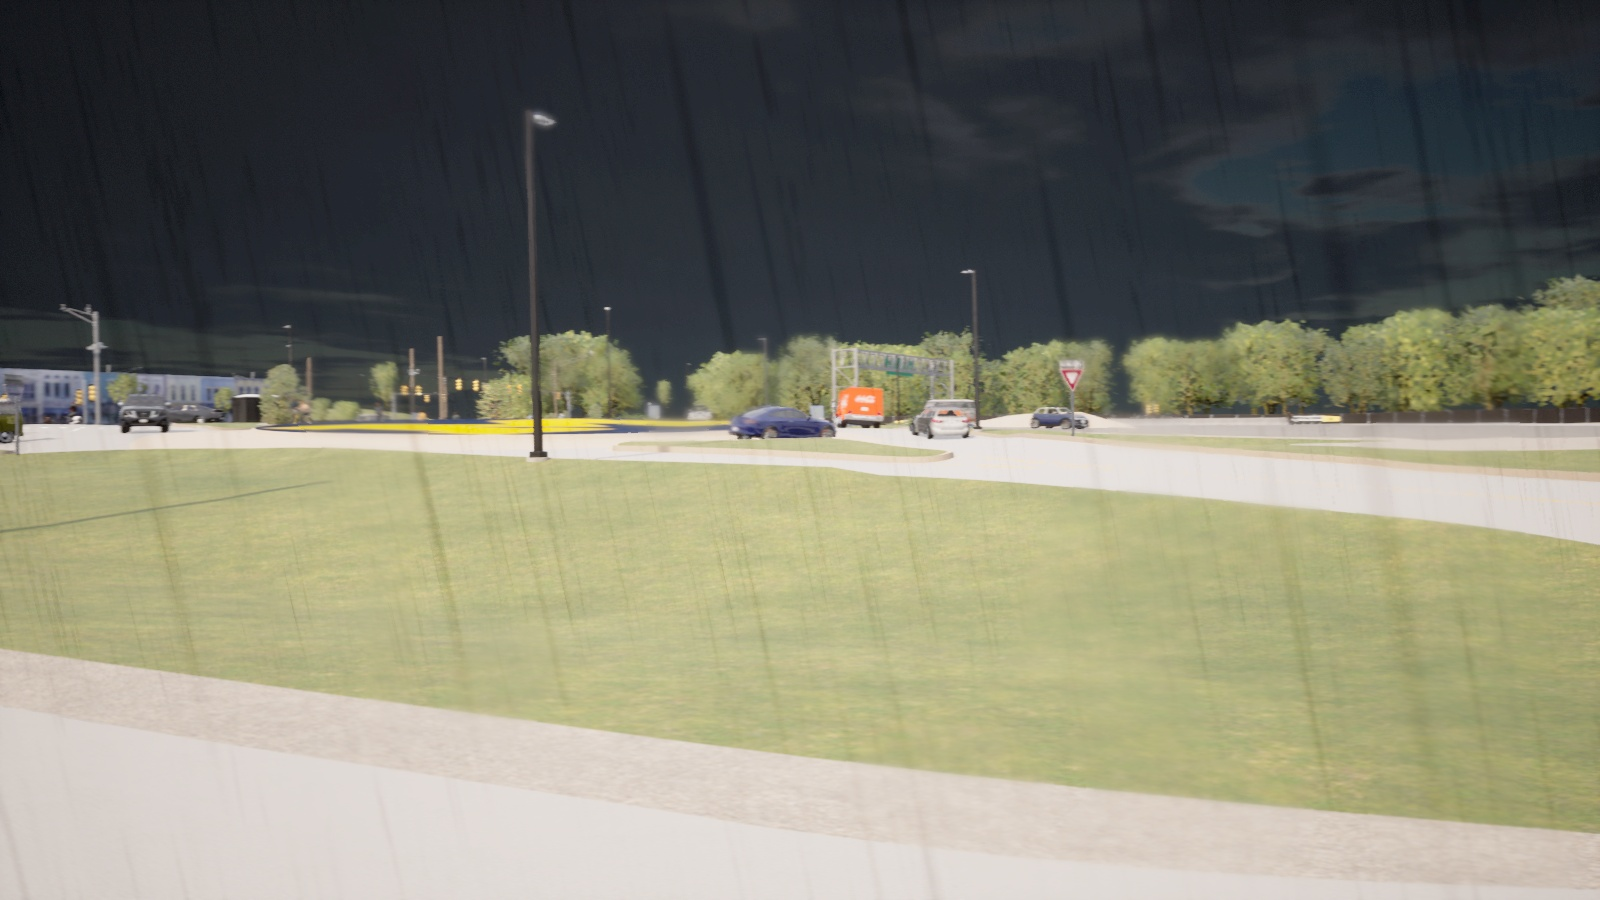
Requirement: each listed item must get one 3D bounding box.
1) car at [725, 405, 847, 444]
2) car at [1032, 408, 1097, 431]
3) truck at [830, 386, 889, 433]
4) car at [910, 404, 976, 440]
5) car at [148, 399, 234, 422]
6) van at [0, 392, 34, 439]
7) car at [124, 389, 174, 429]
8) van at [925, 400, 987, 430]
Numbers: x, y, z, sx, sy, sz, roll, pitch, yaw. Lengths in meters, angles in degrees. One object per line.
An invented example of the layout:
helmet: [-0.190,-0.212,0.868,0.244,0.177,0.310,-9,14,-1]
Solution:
car: [-0.526,-1.012,50.225,4.674,1.442,1.812,-1,4,-38]
car: [17.510,-2.020,83.255,1.970,1.475,3.806,-1,3,-42]
truck: [3.733,-2.513,80.075,2.627,2.467,5.204,4,-3,-9]
car: [7.534,-1.541,66.623,2.242,1.667,4.611,-1,4,-11]
car: [-41.824,-2.705,86.289,4.902,1.511,2.128,1,1,3]
van: [-36.059,-1.465,54.440,1.775,1.987,4.442,1,4,32]
car: [-34.571,-2.227,66.803,2.150,2.045,5.566,-1,3,-25]
van: [10.670,-2.402,86.125,1.775,1.987,4.442,0,2,-32]
